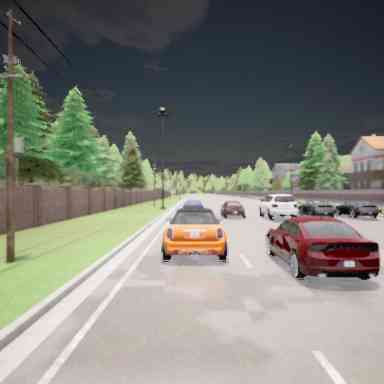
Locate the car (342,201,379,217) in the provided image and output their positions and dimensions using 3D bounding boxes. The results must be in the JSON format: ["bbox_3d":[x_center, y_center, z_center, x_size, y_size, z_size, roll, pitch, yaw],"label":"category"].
[{"bbox_3d":[14.089,1.480,28.692,2.128,1.511,4.902,0,0,0],"label":"car"}]

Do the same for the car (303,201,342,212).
[{"bbox_3d":[10.589,1.480,28.696,2.128,1.511,4.902,0,0,0],"label":"car"}]

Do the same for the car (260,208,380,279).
[{"bbox_3d":[3.585,1.473,10.033,1.882,1.535,5.008,0,0,0],"label":"car"}]

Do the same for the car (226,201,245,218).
[{"bbox_3d":[3.590,1.514,29.727,1.812,1.442,4.674,0,0,0],"label":"car"}]

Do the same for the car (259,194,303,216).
[{"bbox_3d":[7.090,1.211,27.792,2.150,2.045,5.566,0,0,0],"label":"car"}]

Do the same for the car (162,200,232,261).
[{"bbox_3d":[0.088,1.347,12.434,2.097,1.767,4.553,0,0,0],"label":"car"}]

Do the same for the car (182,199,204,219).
[{"bbox_3d":[0.091,1.466,30.293,1.882,1.535,5.008,0,0,0],"label":"car"}]
